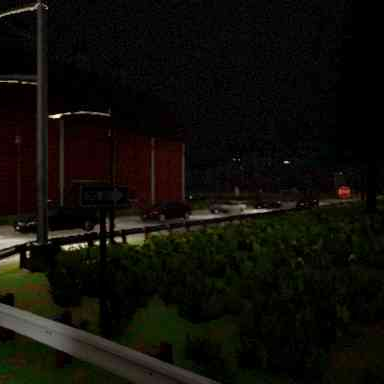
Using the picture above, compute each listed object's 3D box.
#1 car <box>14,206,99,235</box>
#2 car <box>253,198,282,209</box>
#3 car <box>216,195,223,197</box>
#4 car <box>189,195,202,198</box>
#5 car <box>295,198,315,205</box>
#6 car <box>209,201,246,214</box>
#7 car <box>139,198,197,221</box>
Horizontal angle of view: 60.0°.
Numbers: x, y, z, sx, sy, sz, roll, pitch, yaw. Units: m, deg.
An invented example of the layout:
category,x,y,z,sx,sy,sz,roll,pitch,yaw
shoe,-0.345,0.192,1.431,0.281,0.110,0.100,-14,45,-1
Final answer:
category,x,y,z,sx,sy,sz,roll,pitch,yaw
car,-7.451,1.548,18.751,1.812,1.442,4.674,0,0,35
car,9.761,1.515,42.649,2.033,1.411,5.357,0,0,36
car,7.067,1.451,88.126,1.784,1.438,3.905,0,0,35
car,0.657,1.458,76.908,1.816,1.474,4.193,0,0,35
car,15.170,1.520,43.967,1.994,1.385,4.181,0,0,36
car,3.650,1.588,34.214,1.895,1.301,4.718,0,0,36
car,-2.012,1.483,26.349,1.882,1.535,5.008,0,0,36
